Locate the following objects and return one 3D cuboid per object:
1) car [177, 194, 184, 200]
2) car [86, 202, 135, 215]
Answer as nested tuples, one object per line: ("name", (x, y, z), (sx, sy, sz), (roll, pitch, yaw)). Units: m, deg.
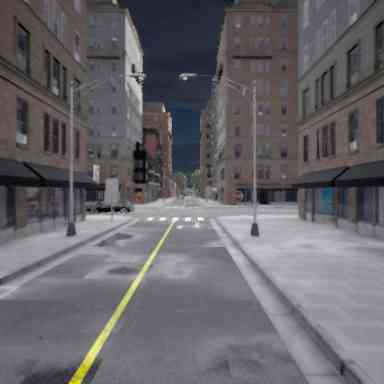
("car", (-3.112, 1.292, 90.226), (2.128, 1.511, 4.902), (0, 0, -2))
("car", (-8.160, 1.610, 33.140), (4.718, 1.301, 1.895), (0, 0, 0))
